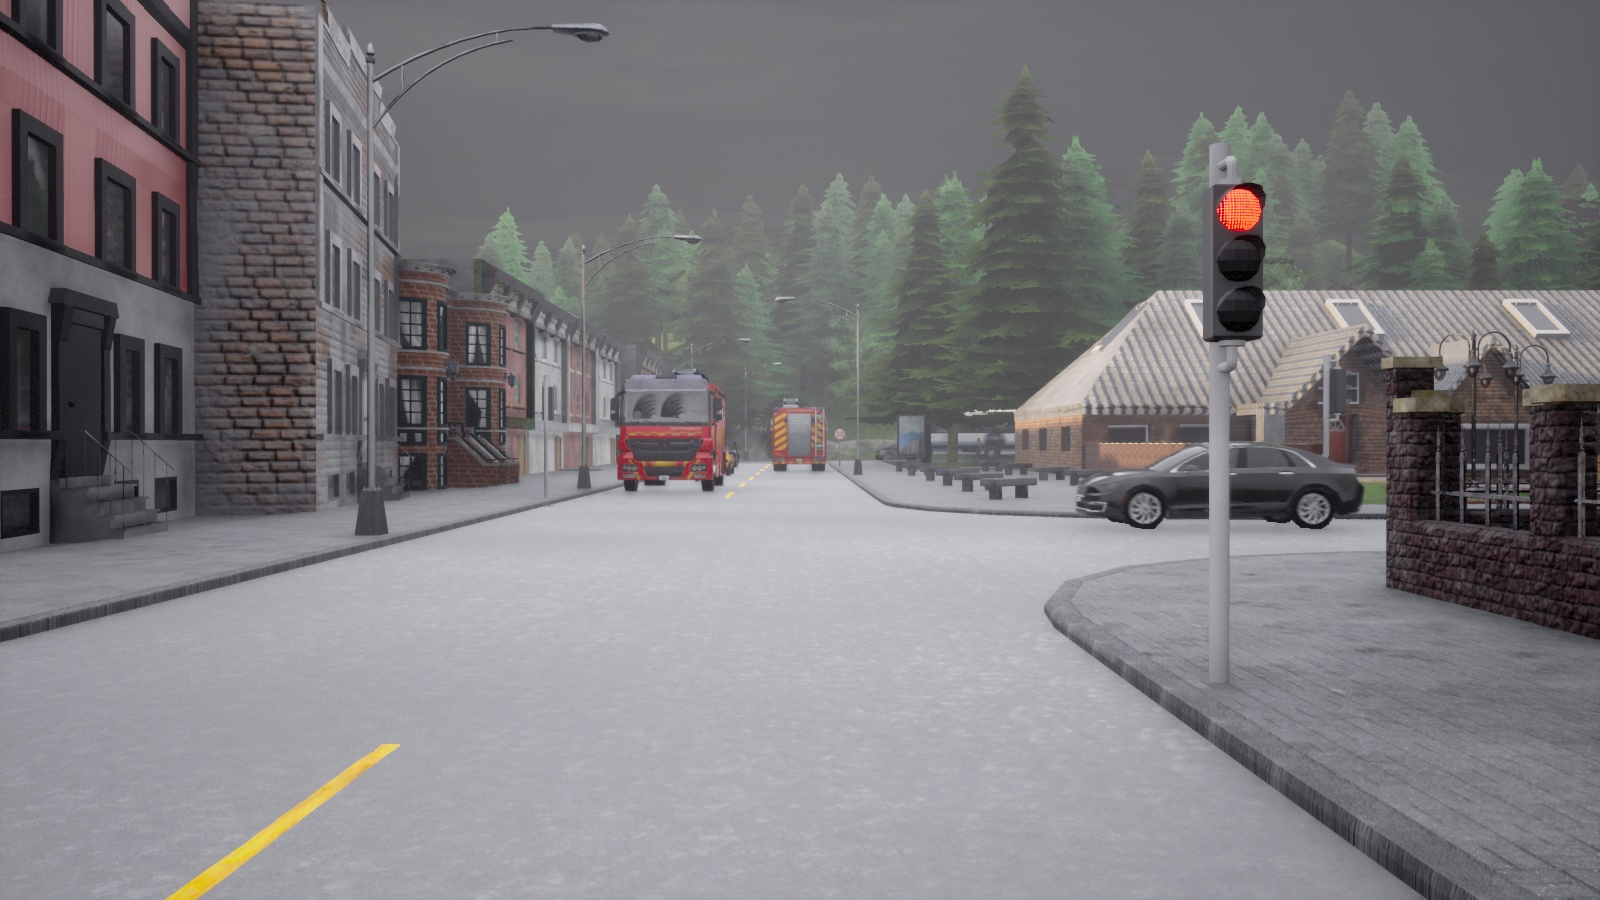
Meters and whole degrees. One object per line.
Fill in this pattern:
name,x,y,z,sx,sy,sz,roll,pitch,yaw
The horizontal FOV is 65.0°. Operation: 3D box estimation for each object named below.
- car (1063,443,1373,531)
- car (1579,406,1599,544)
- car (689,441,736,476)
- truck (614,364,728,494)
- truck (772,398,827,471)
car,7.306,0.631,22.315,4.892,1.490,1.837,0,0,1
car,14.694,0.375,18.153,5.566,2.045,2.150,0,0,-1
car,-4.050,0.350,58.914,1.801,1.575,5.366,0,0,0
truck,-4.048,-0.654,41.252,2.891,3.827,8.468,0,0,0
truck,-0.040,-0.813,70.046,2.891,3.827,8.468,0,0,0
